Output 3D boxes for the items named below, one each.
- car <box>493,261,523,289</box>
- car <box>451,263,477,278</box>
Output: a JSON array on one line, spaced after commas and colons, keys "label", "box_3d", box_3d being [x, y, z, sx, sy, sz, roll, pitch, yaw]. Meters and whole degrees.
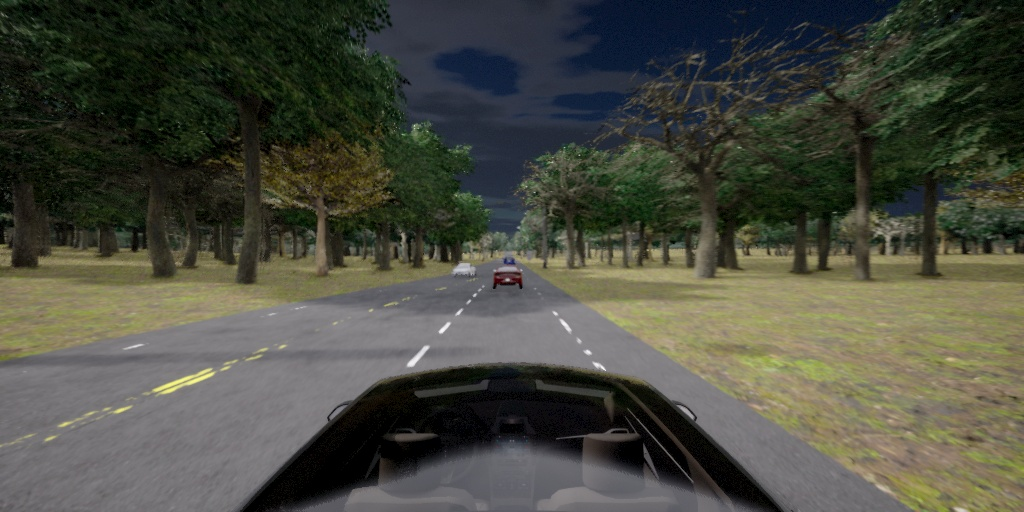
[{"label": "car", "box_3d": [-0.285, 1.340, 24.722, 1.882, 1.535, 5.008, -1, 0, 0]}, {"label": "car", "box_3d": [-4.859, 1.463, 36.903, 1.812, 1.442, 4.674, -1, 0, 6]}]
